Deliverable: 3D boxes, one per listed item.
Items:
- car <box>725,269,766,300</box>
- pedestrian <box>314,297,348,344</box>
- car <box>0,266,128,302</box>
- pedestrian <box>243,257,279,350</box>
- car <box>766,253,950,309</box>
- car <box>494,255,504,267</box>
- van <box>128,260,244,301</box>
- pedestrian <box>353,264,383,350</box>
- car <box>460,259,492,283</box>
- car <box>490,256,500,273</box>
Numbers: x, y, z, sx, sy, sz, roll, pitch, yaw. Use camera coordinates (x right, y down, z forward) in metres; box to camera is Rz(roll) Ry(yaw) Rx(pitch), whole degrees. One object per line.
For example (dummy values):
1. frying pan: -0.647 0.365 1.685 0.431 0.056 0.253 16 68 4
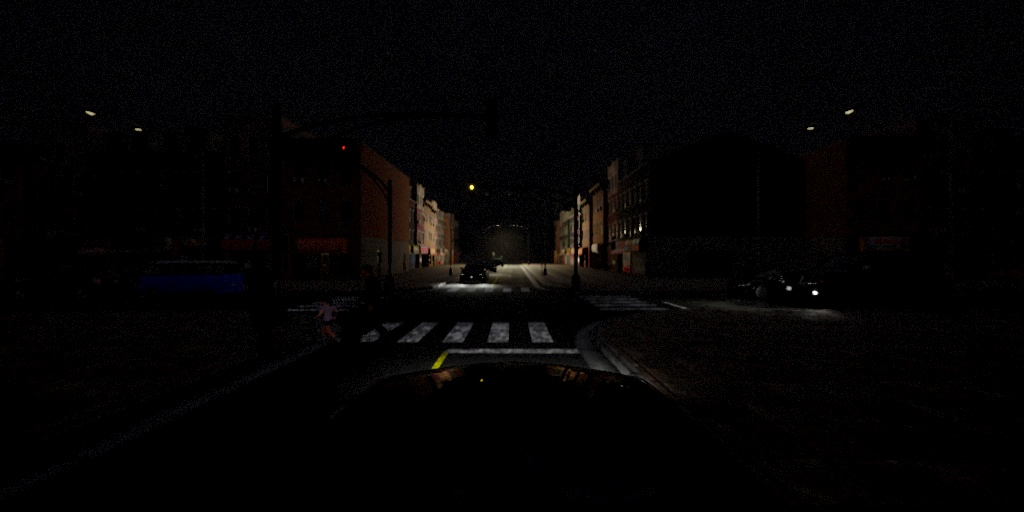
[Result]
1. car: 12.296 1.234 16.595 4.403 1.370 2.007 0 0 0
2. pedestrian: -4.170 1.410 8.165 0.500 1.100 0.500 0 0 0
3. car: -20.182 1.206 16.521 4.097 1.591 1.967 0 0 0
4. pedestrian: -4.844 0.881 6.966 0.375 1.860 0.375 0 0 0
5. car: 13.630 0.905 14.059 5.566 2.045 2.150 0 0 0
6. car: -2.595 0.884 62.925 2.150 2.045 5.566 0 0 0
7. van: -14.706 1.092 16.533 3.998 1.789 1.690 0 0 0
8. pedestrian: -3.026 1.031 7.562 0.375 1.860 0.375 0 0 0
9. car: -2.807 1.212 27.525 1.837 1.490 4.892 0 0 1
10. car: -2.748 1.165 41.393 1.882 1.535 5.008 0 1 0
